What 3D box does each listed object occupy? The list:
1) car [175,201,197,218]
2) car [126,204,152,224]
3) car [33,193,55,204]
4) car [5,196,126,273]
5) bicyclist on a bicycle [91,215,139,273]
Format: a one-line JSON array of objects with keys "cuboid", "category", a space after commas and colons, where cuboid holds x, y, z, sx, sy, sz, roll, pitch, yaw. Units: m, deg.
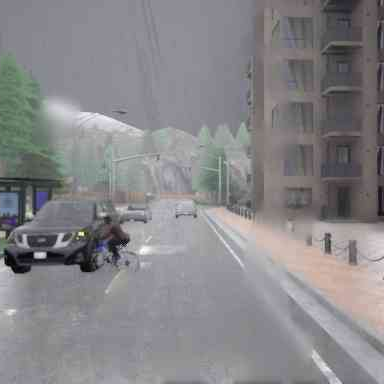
[{"cuboid": [-0.534, 1.526, 29.961, 1.812, 1.442, 4.674, 0, 0, -1], "category": "car"}, {"cuboid": [-4.089, 1.601, 24.650, 1.895, 1.301, 4.718, 0, 0, -1], "category": "car"}, {"cuboid": [-26.311, 1.159, 59.282, 1.932, 1.855, 4.605, 0, 0, -3], "category": "car"}, {"cuboid": [-3.844, 1.210, 10.993, 2.150, 2.045, 5.566, -1, 0, -2], "category": "car"}, {"cuboid": [-2.195, 1.441, 9.089, 1.656, 1.620, 0.582, 8, 10, 2], "category": "bicyclist on a bicycle"}]
